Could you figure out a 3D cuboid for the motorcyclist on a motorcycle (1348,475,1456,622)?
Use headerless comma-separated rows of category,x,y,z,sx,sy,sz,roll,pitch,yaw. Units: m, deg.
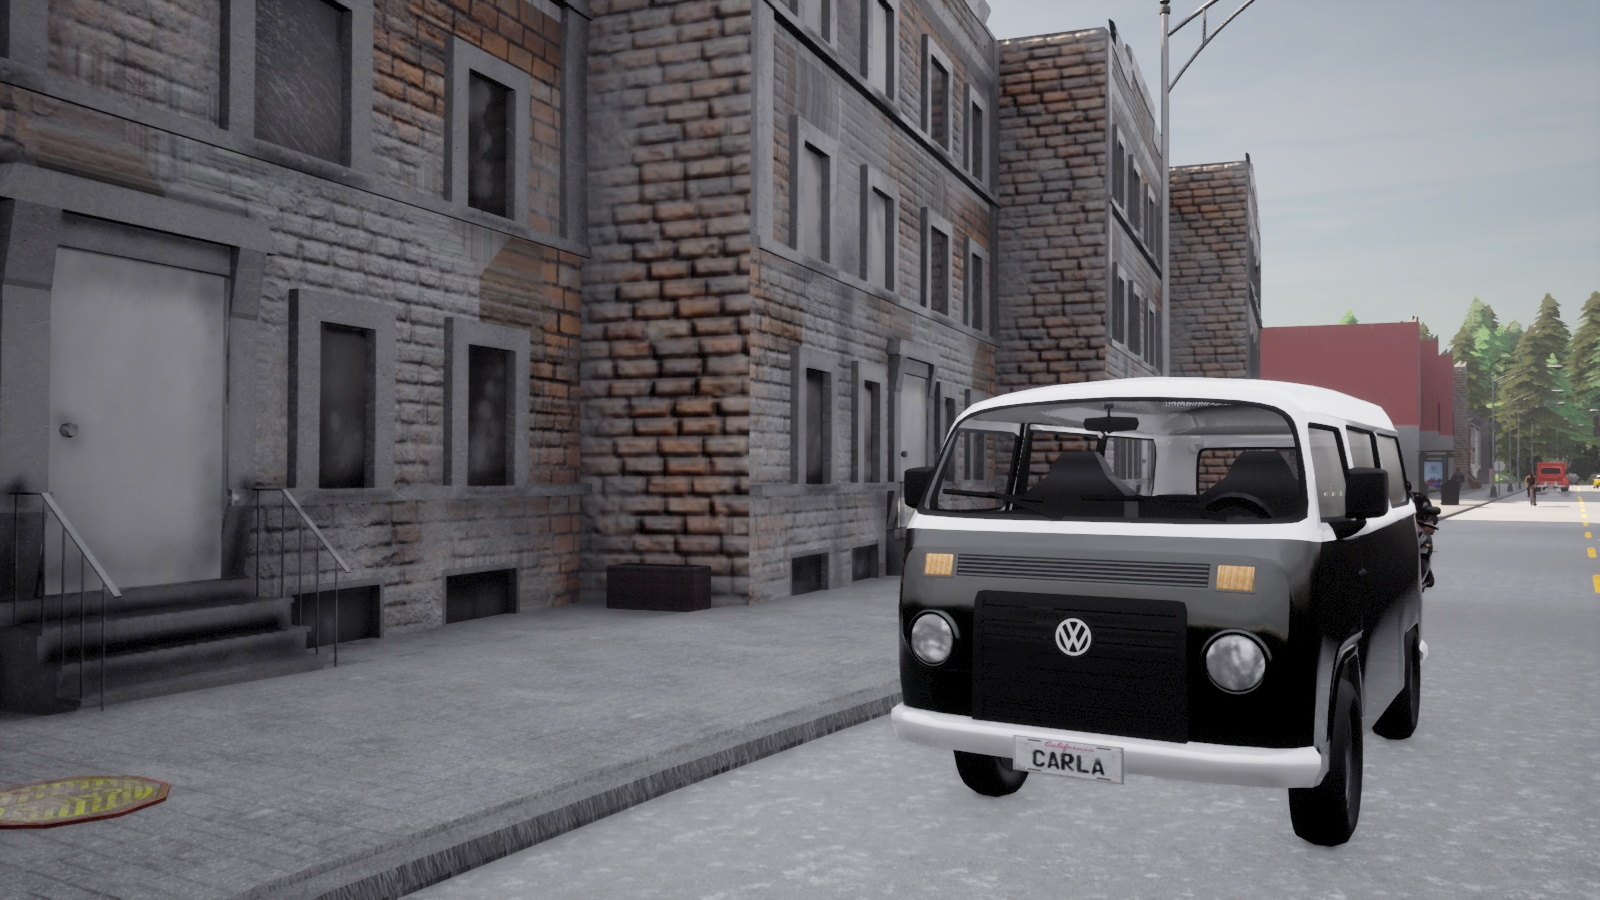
motorcyclist on a motorcycle,6.890,1.052,14.316,0.866,1.530,2.191,-1,-1,32

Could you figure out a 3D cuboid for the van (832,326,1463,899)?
van,2.192,0.637,6.688,2.069,2.038,4.480,-1,-1,31
